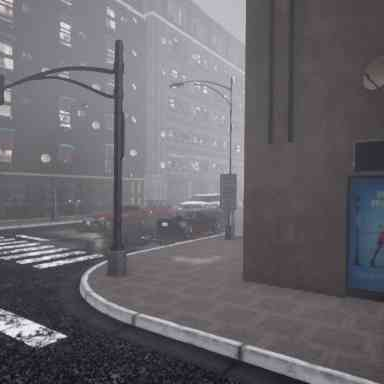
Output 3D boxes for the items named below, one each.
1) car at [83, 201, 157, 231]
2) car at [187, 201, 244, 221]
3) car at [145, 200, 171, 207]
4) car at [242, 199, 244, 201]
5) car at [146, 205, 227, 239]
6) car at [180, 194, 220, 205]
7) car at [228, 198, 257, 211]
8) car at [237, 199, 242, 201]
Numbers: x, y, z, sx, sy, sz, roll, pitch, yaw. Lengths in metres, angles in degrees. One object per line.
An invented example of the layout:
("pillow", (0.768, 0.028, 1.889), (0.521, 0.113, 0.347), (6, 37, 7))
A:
("car", (-4.570, 1.487, 20.829), (1.812, 1.442, 4.674), (1, 1, 35))
("car", (1.915, 1.593, 24.950), (1.895, 1.301, 4.718), (1, 1, 35))
("car", (-3.368, 1.362, 26.841), (1.967, 1.590, 4.097), (1, 1, 35))
("car", (6.960, 1.289, 37.281), (2.097, 1.767, 4.553), (1, 1, 35))
("car", (-0.117, 1.599, 17.746), (1.947, 1.339, 4.313), (1, 1, 35))
("car", (1.096, 1.171, 28.919), (2.150, 2.045, 5.566), (1, 1, 35))
("car", (6.242, 1.483, 40.576), (1.802, 1.307, 4.206), (1, 1, 35))
("car", (3.041, 1.224, 35.996), (2.192, 1.841, 5.009), (1, 1, 35))
